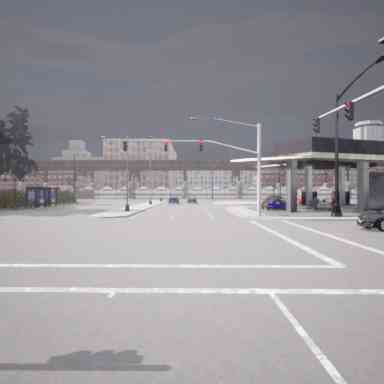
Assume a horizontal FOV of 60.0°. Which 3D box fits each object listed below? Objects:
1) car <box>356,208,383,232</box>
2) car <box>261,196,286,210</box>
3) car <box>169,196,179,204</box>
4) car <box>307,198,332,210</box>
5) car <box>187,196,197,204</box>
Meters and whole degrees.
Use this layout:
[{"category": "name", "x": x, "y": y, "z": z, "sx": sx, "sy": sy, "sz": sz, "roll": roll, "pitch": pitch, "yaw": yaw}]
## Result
[{"category": "car", "x": 12.294, "y": 1.505, "z": 19.583, "sx": 4.892, "sy": 1.490, "sz": 1.837, "roll": 0, "pitch": 0, "yaw": -1}, {"category": "car", "x": 9.716, "y": 1.295, "z": 39.746, "sx": 2.242, "sy": 1.667, "sz": 4.611, "roll": 0, "pitch": 0, "yaw": 0}, {"category": "car", "x": -3.490, "y": 1.478, "z": 64.424, "sx": 1.882, "sy": 1.535, "sz": 5.008, "roll": 0, "pitch": 0, "yaw": 0}, {"category": "car", "x": 15.461, "y": 1.456, "z": 40.508, "sx": 1.970, "sy": 1.475, "sz": 3.806, "roll": 0, "pitch": 0, "yaw": 0}, {"category": "car", "x": 0.010, "y": 1.547, "z": 64.423, "sx": 2.033, "sy": 1.411, "sz": 5.357, "roll": 0, "pitch": 0, "yaw": 0}]
